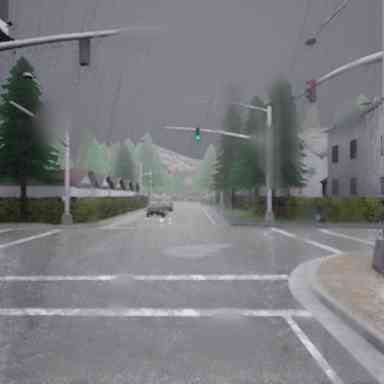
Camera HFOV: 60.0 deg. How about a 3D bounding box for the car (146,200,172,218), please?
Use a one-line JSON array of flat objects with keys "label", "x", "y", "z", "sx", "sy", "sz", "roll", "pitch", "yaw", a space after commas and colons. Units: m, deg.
[{"label": "car", "x": -3.589, "y": 1.859, "z": 34.714, "sx": 2.033, "sy": 1.411, "sz": 5.357, "roll": 0, "pitch": -1, "yaw": 0}]
